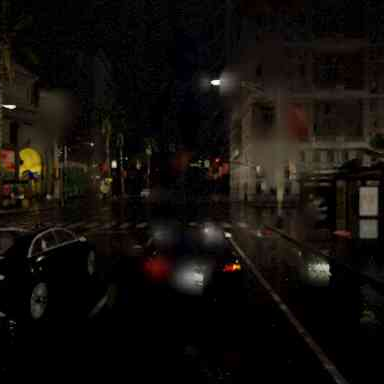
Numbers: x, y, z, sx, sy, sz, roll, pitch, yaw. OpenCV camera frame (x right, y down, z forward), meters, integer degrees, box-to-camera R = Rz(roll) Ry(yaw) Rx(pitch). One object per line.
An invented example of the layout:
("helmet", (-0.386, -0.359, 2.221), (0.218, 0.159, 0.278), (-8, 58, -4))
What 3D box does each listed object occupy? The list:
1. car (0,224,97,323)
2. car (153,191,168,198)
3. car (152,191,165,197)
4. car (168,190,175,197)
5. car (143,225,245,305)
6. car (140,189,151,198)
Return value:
("car", (-3.461, 1.414, 7.006), (2.128, 1.511, 4.902), (0, 1, 0))
("car", (-7.206, 0.727, 76.009), (1.994, 1.385, 4.181), (0, 1, 0))
("car", (-9.354, 0.526, 93.370), (2.033, 1.411, 5.357), (0, 1, 13))
("car", (-6.147, 0.360, 91.689), (2.097, 1.767, 4.553), (0, 1, 9))
("car", (0.042, 1.476, 7.945), (1.994, 1.385, 4.181), (0, 1, 0))
("car", (-10.709, 0.389, 77.039), (2.150, 2.045, 5.566), (0, 1, 0))
